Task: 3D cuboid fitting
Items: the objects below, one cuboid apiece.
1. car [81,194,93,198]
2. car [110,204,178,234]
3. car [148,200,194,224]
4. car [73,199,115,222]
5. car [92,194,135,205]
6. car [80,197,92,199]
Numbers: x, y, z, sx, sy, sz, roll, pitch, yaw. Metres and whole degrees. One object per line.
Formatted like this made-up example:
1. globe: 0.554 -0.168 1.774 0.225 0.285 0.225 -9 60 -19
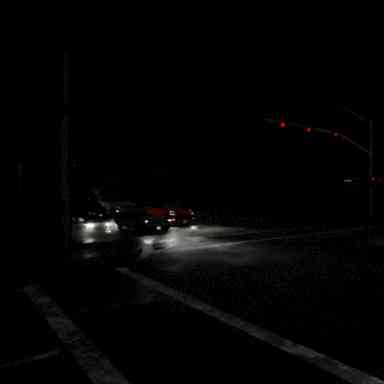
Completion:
1. car: -18.685 1.288 60.271 2.150 2.045 5.566 0 0 -36
2. car: -3.034 1.662 19.997 1.895 1.301 4.718 0 0 -34
3. car: -1.777 1.415 24.326 2.097 1.767 4.553 0 0 -36
4. car: -8.429 1.565 27.596 1.837 1.490 4.892 0 0 -36
5. car: -7.359 1.284 32.111 2.150 2.045 5.566 0 0 -36
6. car: -13.218 1.663 40.305 1.895 1.301 4.718 0 0 -35
